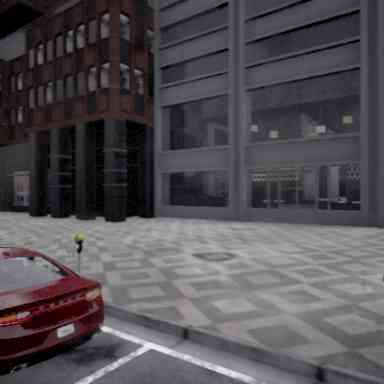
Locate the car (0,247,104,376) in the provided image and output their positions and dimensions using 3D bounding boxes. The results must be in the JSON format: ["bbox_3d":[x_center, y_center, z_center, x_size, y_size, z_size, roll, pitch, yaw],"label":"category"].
[{"bbox_3d":[-3.365,1.580,5.382,4.507,1.381,1.887,0,0,36],"label":"car"}]
